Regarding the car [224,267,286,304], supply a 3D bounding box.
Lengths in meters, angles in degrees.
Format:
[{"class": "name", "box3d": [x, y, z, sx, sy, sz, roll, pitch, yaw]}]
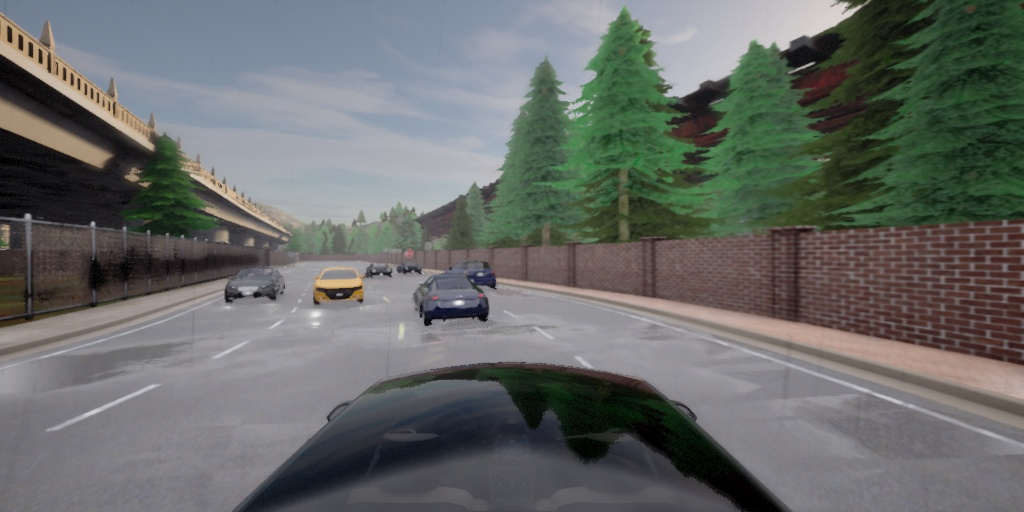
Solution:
[{"class": "car", "box3d": [-12.100, 1.293, 17.118, 2.128, 1.511, 4.902, -1, 0, -27]}]

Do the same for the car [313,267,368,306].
[{"class": "car", "box3d": [-7.791, 1.240, 16.255, 1.882, 1.535, 5.008, 0, 0, -25]}]

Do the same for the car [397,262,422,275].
[{"class": "car", "box3d": [-11.080, 1.299, 38.396, 1.895, 1.301, 4.718, -1, 0, -27]}]

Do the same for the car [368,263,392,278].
[{"class": "car", "box3d": [-12.562, 1.334, 33.639, 1.895, 1.301, 4.718, -1, 0, -27]}]

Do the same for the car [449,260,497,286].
[{"class": "car", "box3d": [-2.639, 1.041, 21.704, 2.097, 1.767, 4.553, -1, 0, -25]}]

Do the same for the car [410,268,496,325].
[{"class": "car", "box3d": [-2.153, 1.290, 12.009, 1.994, 1.385, 4.181, -1, 0, -19]}]
